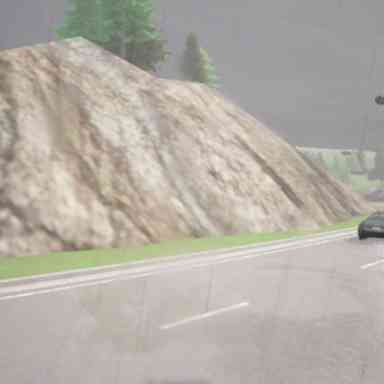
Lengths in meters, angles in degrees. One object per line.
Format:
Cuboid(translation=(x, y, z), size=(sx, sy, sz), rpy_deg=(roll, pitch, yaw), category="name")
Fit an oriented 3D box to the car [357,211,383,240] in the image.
Cuboid(translation=(10.025, 1.672, 16.828), size=(4.181, 1.385, 1.994), rpy_deg=(0, -1, -44), category="car")
